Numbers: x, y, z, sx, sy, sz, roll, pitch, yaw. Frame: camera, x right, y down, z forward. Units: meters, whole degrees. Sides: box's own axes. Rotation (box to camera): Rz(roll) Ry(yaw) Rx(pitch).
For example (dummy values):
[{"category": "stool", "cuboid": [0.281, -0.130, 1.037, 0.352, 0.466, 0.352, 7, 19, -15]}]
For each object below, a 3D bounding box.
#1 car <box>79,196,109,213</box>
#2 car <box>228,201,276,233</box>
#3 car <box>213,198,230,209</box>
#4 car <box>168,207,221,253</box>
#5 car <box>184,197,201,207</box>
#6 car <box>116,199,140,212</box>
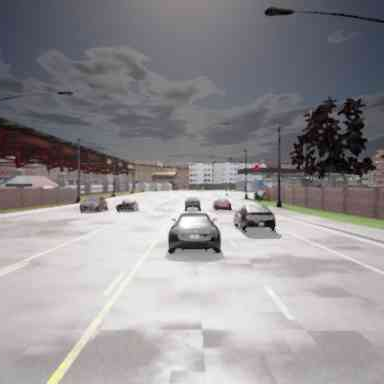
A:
[{"category": "car", "cuboid": [-10.581, 1.259, 36.113, 2.097, 1.767, 4.553, 0, 1, 0]}, {"category": "car", "cuboid": [3.591, 1.457, 19.571, 2.128, 1.511, 4.902, 0, 0, 0]}, {"category": "car", "cuboid": [3.582, 1.436, 39.837, 1.994, 1.385, 4.181, 0, 1, 0]}, {"category": "car", "cuboid": [0.094, 1.540, 13.674, 1.994, 1.385, 4.181, 0, 0, 0]}, {"category": "car", "cuboid": [0.082, 1.379, 39.665, 1.837, 1.490, 4.892, 0, 0, 0]}, {"category": "car", "cuboid": [-7.091, 1.503, 36.877, 1.895, 1.301, 4.718, 0, 0, 0]}]
